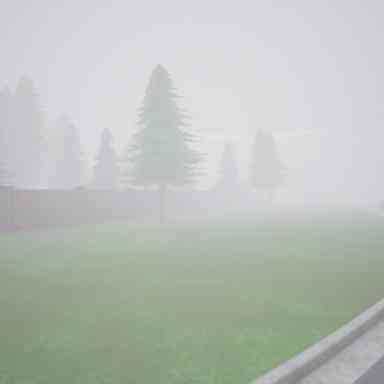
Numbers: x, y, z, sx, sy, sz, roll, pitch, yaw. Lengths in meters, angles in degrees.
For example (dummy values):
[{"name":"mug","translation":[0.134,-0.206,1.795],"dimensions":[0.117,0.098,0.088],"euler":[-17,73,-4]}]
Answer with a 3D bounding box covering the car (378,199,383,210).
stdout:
[{"name":"car","translation":[24.757,1.504,41.940],"dimensions":[1.994,1.385,4.181],"euler":[0,0,23]}]
